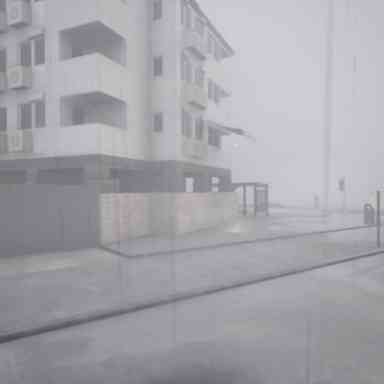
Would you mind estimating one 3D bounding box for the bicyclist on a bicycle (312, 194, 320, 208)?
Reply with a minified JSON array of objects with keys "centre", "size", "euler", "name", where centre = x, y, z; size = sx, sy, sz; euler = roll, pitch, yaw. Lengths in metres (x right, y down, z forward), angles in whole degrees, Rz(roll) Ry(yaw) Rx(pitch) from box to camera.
[{"centre":[14.788,1.114,39.644],"size":[1.656,1.620,0.582],"euler":[-1,0,-35],"name":"bicyclist on a bicycle"}]
